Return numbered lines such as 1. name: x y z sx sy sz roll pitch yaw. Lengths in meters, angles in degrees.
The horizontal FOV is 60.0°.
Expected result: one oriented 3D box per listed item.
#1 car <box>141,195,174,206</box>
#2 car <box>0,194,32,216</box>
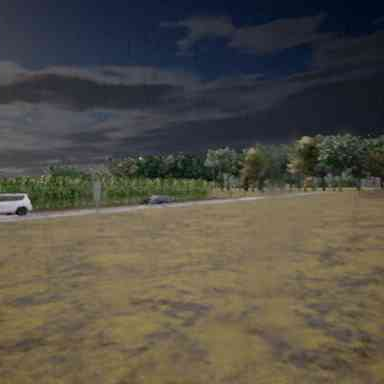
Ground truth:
1. car: -4.801 1.160 46.780 2.033 1.411 5.357 -1 1 35
2. car: -17.105 1.229 29.370 2.150 2.045 5.566 -1 1 35
